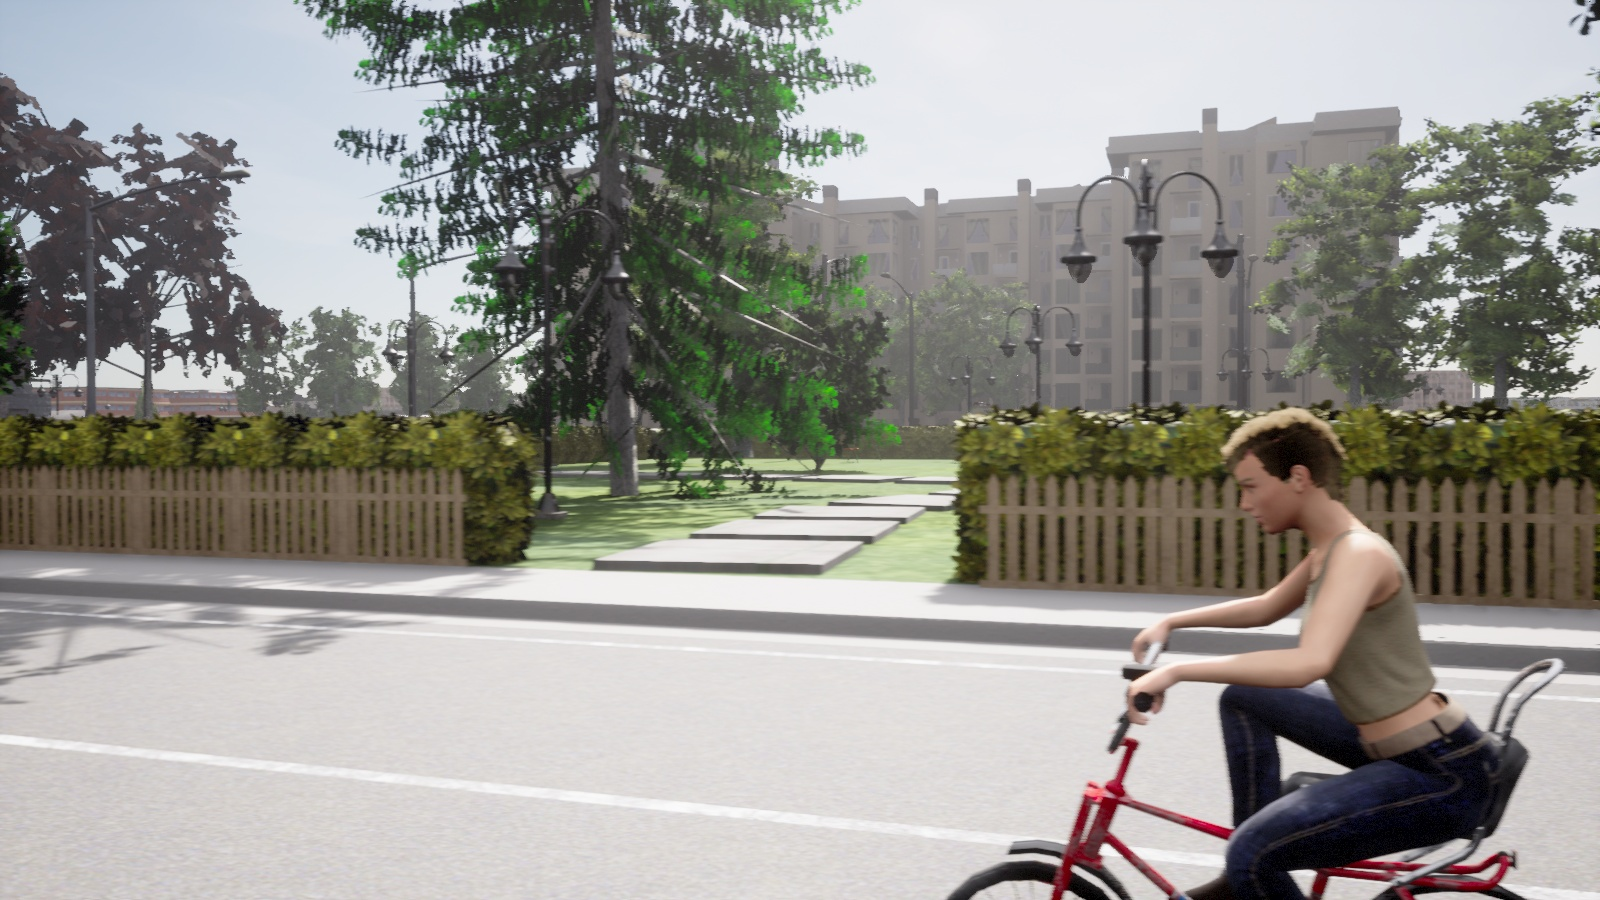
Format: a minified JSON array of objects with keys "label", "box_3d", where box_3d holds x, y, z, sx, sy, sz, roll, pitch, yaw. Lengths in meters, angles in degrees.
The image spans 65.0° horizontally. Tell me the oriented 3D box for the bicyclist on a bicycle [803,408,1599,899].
[{"label":"bicyclist on a bicycle","box_3d":[0.861,0.720,2.897,1.509,1.612,0.866,1,1,19]}]
